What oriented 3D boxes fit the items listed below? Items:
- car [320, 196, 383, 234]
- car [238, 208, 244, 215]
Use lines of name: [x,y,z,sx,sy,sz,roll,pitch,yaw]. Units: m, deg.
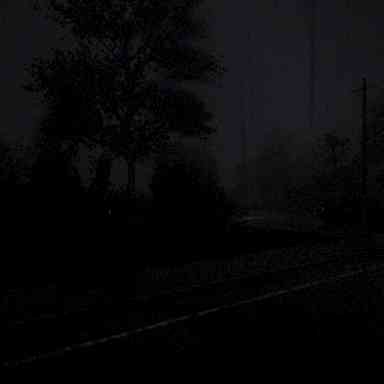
car: [10.150,1.252,19.259,2.150,2.045,5.566,1,-1,-29]
car: [3.703,1.776,33.567,1.994,1.385,4.181,0,-1,-42]
